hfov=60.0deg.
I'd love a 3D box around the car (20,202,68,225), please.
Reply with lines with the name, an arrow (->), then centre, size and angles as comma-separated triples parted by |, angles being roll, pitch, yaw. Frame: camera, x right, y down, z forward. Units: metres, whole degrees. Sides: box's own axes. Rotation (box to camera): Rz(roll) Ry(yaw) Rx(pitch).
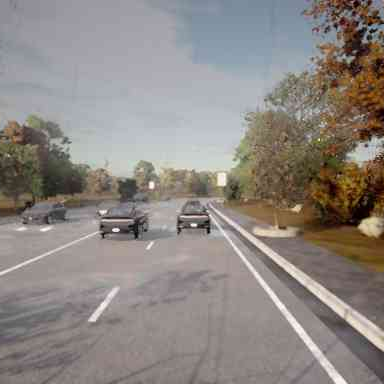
car -> -10.605, 1.501, 24.261 | 1.837, 1.490, 4.892 | 0, 0, 0

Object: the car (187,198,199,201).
car -> 0.105, 1.501, 41.677 | 1.837, 1.490, 4.892 | 0, 0, 0

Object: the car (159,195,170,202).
car -> -5.881, 1.398, 71.372 | 2.033, 1.411, 5.357 | 0, 0, 5

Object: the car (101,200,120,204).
car -> -7.102, 1.488, 28.946 | 2.128, 1.511, 4.902 | 0, 0, 0

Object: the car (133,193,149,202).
car -> -9.906, 1.215, 64.683 | 2.150, 2.045, 5.566 | 0, 0, 4

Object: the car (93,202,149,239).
car -> -3.404, 1.489, 17.282 | 2.128, 1.511, 4.902 | 0, 0, 0

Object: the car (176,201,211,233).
car -> 0.094, 1.490, 19.583 | 2.128, 1.511, 4.902 | 0, 0, 0
